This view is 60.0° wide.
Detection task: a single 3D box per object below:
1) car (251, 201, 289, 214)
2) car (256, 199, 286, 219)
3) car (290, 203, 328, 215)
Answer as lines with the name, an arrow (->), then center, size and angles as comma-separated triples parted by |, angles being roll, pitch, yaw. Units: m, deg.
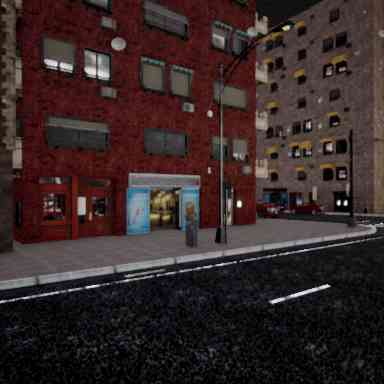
car -> 9.663, 1.887, 41.627 | 1.947, 1.339, 4.313 | -1, 0, -37
car -> 6.086, 1.578, 32.003 | 2.192, 1.841, 5.009 | -1, 0, -37
car -> 13.016, 1.833, 37.182 | 1.802, 1.307, 4.206 | -1, 0, -37
